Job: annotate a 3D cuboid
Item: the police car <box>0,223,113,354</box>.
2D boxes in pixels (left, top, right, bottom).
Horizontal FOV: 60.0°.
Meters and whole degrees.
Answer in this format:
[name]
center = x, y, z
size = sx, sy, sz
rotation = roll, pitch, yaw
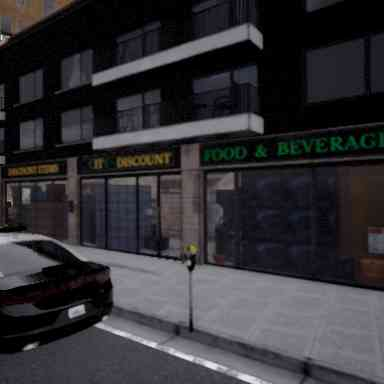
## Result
[police car]
center = -3.677, 1.421, 6.043
size = 5.238, 1.638, 1.930
rotation = 0, 0, 36
